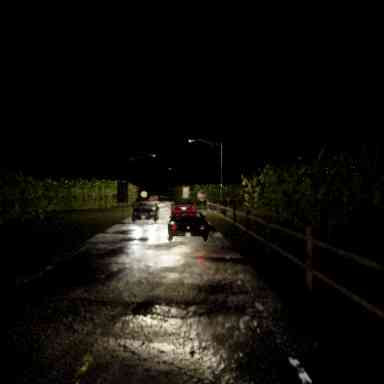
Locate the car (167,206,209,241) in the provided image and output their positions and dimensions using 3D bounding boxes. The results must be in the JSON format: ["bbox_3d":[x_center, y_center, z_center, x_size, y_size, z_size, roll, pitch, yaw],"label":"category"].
[{"bbox_3d":[-0.229,1.590,16.757,1.895,1.301,4.718,0,0,-2],"label":"car"}]

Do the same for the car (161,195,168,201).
[{"bbox_3d":[-7.184,1.593,85.868,1.994,1.385,4.181,0,0,-10],"label":"car"}]

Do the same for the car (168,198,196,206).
[{"bbox_3d":[-0.721,1.339,27.720,2.097,1.767,4.553,0,0,-3],"label":"car"}]

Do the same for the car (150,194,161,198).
[{"bbox_3d":[-9.446,1.396,82.657,2.097,1.767,4.553,0,0,-9],"label":"car"}]

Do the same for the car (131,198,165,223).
[{"bbox_3d":[-3.443,1.482,25.460,2.128,1.511,4.902,0,0,-2],"label":"car"}]
